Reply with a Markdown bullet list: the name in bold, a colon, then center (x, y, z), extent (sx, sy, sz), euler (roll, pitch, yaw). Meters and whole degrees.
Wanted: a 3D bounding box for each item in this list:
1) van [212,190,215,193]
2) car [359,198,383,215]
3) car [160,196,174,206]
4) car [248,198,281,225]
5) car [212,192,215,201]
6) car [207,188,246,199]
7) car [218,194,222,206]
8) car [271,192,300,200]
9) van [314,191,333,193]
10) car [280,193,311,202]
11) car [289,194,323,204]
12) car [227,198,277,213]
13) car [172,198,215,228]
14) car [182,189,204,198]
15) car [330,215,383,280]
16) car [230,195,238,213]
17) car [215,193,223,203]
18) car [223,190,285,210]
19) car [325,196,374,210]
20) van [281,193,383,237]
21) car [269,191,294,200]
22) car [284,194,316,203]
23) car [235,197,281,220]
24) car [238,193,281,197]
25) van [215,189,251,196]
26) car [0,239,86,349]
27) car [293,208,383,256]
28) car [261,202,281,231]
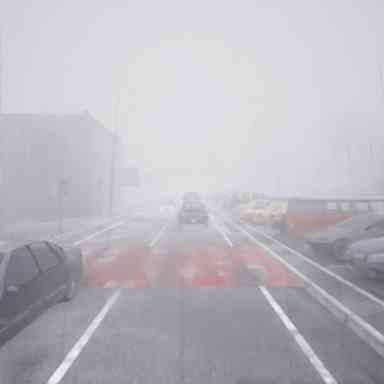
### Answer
- **van**: center (5.913, 0.859, 53.365), extent (4.442, 1.987, 1.878), euler (0, 1, -1)
- **car**: center (18.574, 1.301, 30.918), extent (4.892, 1.521, 2.231), euler (0, 0, 0)
- **car**: center (-3.557, 1.286, 47.834), extent (1.895, 1.301, 4.718), euler (0, 1, 0)
- **car**: center (6.286, 1.343, 19.443), extent (5.366, 1.575, 1.946), euler (0, 0, -1)
- **car**: center (5.825, 1.186, 50.545), extent (4.674, 1.452, 2.002), euler (0, 1, -1)
- **car**: center (5.743, 0.773, 56.188), extent (5.566, 2.045, 2.435), euler (0, 1, 0)
- **car**: center (5.918, 1.267, 39.221), extent (5.008, 1.535, 2.097), euler (0, 0, -1)
- **car**: center (18.267, 0.836, 64.943), extent (5.008, 1.535, 2.097), euler (0, 1, -1)
- **van**: center (18.351, 1.029, 42.212), extent (4.442, 1.987, 1.878), euler (0, 0, 0)
- **car**: center (18.329, 0.962, 59.172), extent (4.892, 1.521, 2.231), euler (0, 1, -1)
- **car**: center (18.341, 1.110, 53.652), extent (4.792, 1.488, 2.163), euler (0, 1, 0)
- **car**: center (5.977, 1.330, 33.570), extent (4.674, 1.452, 2.002), euler (0, 0, -1)
- **car**: center (0.059, 1.381, 21.016), extent (2.128, 1.511, 4.902), euler (0, 0, 0)
- **car**: center (-0.055, 0.995, 39.894), extent (2.150, 2.045, 5.566), euler (0, 1, 0)
- **car**: center (6.205, 1.431, 8.140), extent (4.674, 1.452, 2.002), euler (0, 0, -1)
- **car**: center (6.210, 1.309, 27.920), extent (5.366, 1.575, 1.946), euler (0, 0, -1)
- **car**: center (5.875, 1.280, 44.881), extent (4.674, 1.452, 2.002), euler (0, 0, -1)
- **car**: center (6.028, 1.050, 30.744), extent (5.566, 2.045, 2.435), euler (0, 0, -1)
- **car**: center (18.526, 1.296, 39.388), extent (4.792, 1.488, 2.163), euler (0, 0, -1)
- **van**: center (6.268, 1.143, 13.791), extent (4.442, 1.987, 1.878), euler (0, 0, -1)
- **car**: center (18.217, 0.652, 67.639), extent (4.553, 1.767, 2.185), euler (0, 1, -1)
- **car**: center (18.317, 1.049, 56.475), extent (4.792, 1.488, 2.163), euler (0, 1, 0)
- **car**: center (5.890, 1.332, 22.266), extent (5.366, 1.575, 1.946), euler (0, 0, -1)
- **car**: center (6.081, 1.198, 25.093), extent (4.553, 1.767, 2.185), euler (0, 0, -1)
- **van**: center (5.963, 0.975, 47.836), extent (4.442, 1.987, 1.878), euler (0, 1, -1)
- **car**: center (-3.356, 1.541, 5.476), extent (2.033, 1.411, 5.357), euler (0, 0, 0)
- **car**: center (6.147, 1.409, 10.965), extent (4.792, 1.488, 2.163), euler (0, 0, -1)
- **car**: center (6.123, 1.397, 16.616), extent (4.674, 1.452, 2.002), euler (0, 0, -1)
